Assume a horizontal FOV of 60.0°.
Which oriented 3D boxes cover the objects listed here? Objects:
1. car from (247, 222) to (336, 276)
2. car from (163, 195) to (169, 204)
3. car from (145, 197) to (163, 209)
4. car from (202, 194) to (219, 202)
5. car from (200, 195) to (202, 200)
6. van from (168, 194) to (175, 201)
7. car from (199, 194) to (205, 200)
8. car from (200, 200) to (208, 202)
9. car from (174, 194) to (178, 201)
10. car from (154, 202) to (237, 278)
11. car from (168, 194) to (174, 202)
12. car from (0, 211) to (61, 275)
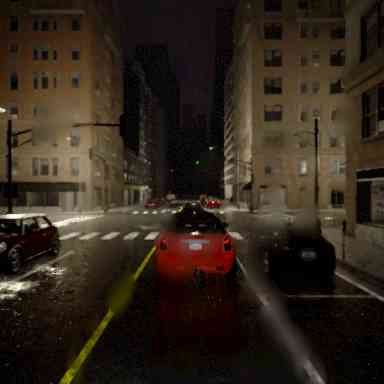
[{"bbox_3d":[2.856,1.570,10.223,1.947,1.339,4.313,0,0,0],"label":"car"},{"bbox_3d":[-5.610,1.625,58.144,2.008,1.369,4.403,0,0,0],"label":"car"},{"bbox_3d":[-5.632,1.633,47.327,1.802,1.307,4.206,0,0,0],"label":"car"},{"bbox_3d":[2.893,1.492,47.313,1.967,1.590,4.097,0,0,0],"label":"car"},{"bbox_3d":[2.914,1.626,58.131,2.008,1.369,4.403,0,0,0],"label":"car"},{"bbox_3d":[-5.551,1.535,90.596,1.690,1.788,3.998,0,0,0],"label":"van"},{"bbox_3d":[2.934,1.547,68.949,1.967,1.590,4.097,0,0,0],"label":"car"},{"bbox_3d":[0.099,1.631,27.708,1.994,1.385,4.181,0,-1,0],"label":"car"},{"bbox_3d":[-5.561,1.484,85.187,2.192,1.841,5.009,0,0,0],"label":"car"},{"bbox_3d":[0.093,1.357,10.269,2.097,1.767,4.553,0,0,0],"label":"car"},{"bbox_3d":[-5.581,1.650,74.200,1.752,1.417,4.829,0,0,0],"label":"car"},{"bbox_3d":[-5.670,1.444,10.224,1.967,1.590,4.097,0,0,0],"label":"car"}]
